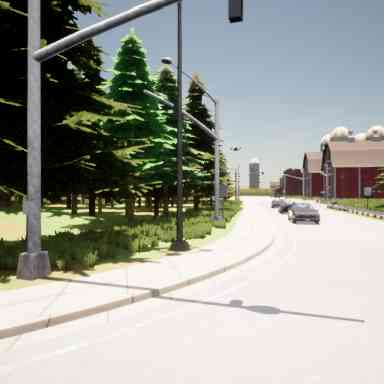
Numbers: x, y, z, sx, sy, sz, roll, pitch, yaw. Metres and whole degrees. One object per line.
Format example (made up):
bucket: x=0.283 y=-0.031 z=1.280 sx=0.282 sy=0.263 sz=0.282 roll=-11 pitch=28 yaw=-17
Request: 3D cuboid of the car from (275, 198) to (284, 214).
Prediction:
car: x=10.148 y=1.601 z=34.983 sx=1.895 sy=1.301 sz=4.718 roll=0 pitch=0 yaw=10

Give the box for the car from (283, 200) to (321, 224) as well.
car: x=8.389 y=1.547 z=25.308 sx=2.033 sy=1.411 sz=5.357 roll=0 pitch=0 yaw=10

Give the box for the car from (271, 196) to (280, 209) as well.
car: x=11.931 y=1.563 z=45.622 sx=1.994 sy=1.385 sz=4.181 roll=0 pitch=0 yaw=9
